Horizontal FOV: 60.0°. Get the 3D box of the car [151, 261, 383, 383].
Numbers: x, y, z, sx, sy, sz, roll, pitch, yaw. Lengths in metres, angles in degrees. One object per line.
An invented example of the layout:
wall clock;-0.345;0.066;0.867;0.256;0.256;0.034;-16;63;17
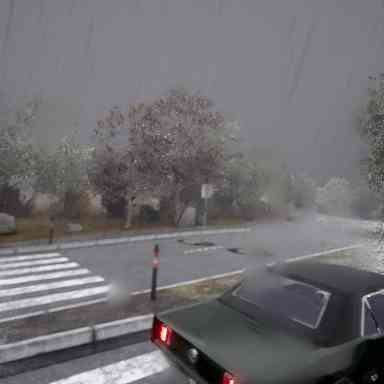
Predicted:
car;1.981;1.620;4.335;4.718;1.301;1.895;0;-1;-31
